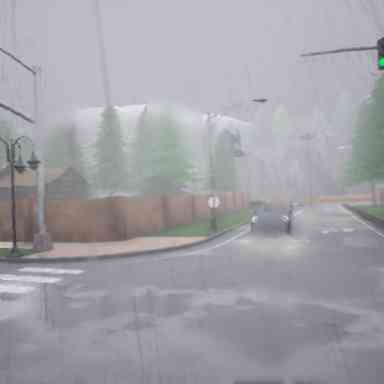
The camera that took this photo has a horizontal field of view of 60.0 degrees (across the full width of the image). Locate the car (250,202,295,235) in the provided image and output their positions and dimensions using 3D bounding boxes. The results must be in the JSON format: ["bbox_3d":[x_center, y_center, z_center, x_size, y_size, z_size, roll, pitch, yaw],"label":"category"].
[{"bbox_3d":[4.752,1.420,19.321,2.097,1.767,4.553,-3,-1,20],"label":"car"}]
